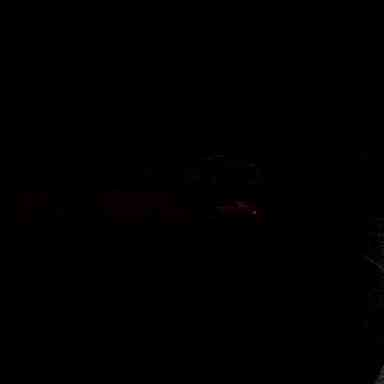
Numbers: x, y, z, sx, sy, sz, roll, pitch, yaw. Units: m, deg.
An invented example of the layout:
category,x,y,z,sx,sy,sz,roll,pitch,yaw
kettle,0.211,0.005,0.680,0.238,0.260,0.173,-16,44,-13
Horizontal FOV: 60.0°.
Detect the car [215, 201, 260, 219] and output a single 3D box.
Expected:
category,x,y,z,sx,sy,sz,roll,pitch,yaw
car,4.025,1.604,30.476,1.882,1.535,5.008,0,-1,-32
